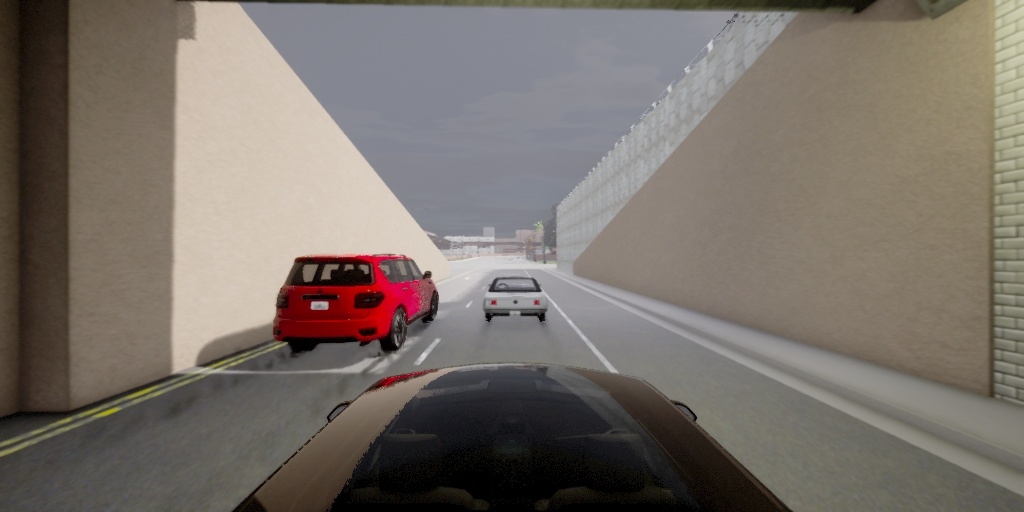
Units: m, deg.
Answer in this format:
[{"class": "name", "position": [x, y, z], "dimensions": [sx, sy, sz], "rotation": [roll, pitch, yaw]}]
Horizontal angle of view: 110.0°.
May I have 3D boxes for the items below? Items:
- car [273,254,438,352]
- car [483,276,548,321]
[{"class": "car", "position": [-3.403, 0.971, 9.025], "dimensions": [2.150, 2.045, 5.566], "rotation": [0, 0, 0]}, {"class": "car", "position": [0.096, 1.350, 12.404], "dimensions": [1.895, 1.301, 4.718], "rotation": [0, 0, 0]}]
